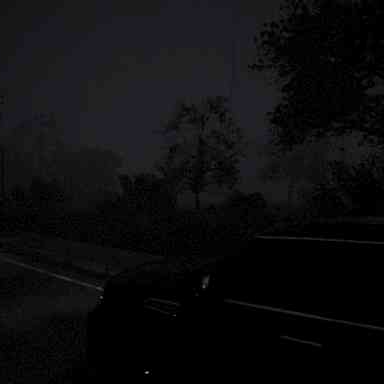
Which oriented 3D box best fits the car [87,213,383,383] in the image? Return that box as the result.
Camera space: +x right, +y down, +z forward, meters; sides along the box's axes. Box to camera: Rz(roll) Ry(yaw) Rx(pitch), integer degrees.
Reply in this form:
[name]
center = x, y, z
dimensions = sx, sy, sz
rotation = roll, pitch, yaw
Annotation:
[car]
center = 1.439, 1.227, 3.054
dimensions = 5.566, 2.045, 2.150
rotation = 0, 0, 36
